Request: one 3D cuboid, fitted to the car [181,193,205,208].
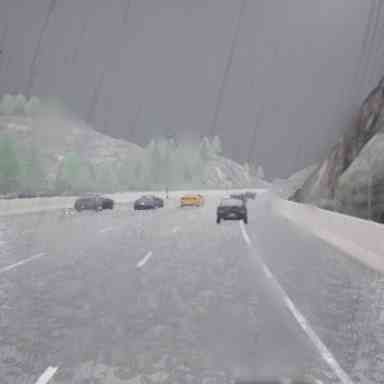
[{"bbox_3d":[0.129,0.863,35.950,1.882,1.535,5.008,0,1,12],"label":"car"}]

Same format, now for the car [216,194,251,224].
[{"bbox_3d":[2.578,1.122,21.474,1.882,1.535,5.008,0,1,7],"label":"car"}]

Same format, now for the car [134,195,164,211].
[{"bbox_3d":[-4.092,0.994,32.176,1.994,1.385,4.181,0,1,11],"label":"car"}]

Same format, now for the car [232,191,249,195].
[{"bbox_3d":[6.544,0.702,47.207,1.882,1.535,5.008,1,1,16],"label":"car"}]

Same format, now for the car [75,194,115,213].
[{"bbox_3d":[-8.235,0.963,28.649,2.128,1.511,4.902,0,1,9],"label":"car"}]

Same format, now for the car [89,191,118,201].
[{"bbox_3d":[-13.923,0.585,52.514,2.033,1.411,5.357,1,1,16],"label":"car"}]

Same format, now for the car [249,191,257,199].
[{"bbox_3d":[10.389,0.533,59.726,1.837,1.490,4.892,1,1,20],"label":"car"}]
